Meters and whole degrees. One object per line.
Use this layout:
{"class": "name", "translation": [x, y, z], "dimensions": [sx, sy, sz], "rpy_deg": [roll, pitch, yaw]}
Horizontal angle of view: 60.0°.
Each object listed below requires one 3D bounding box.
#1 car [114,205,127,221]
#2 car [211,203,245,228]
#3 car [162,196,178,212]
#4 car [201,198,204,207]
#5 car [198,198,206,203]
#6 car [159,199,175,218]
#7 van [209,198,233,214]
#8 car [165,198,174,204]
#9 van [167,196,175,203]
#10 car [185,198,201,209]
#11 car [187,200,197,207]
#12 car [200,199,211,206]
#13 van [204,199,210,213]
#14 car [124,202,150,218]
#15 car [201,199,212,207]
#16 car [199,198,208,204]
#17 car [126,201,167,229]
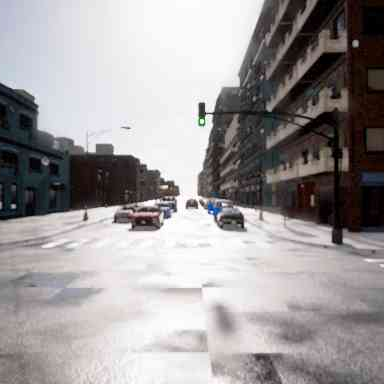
{"class": "car", "translation": [-5.680, 1.841, 29.237], "dimensions": [1.802, 1.307, 4.206], "rpy_deg": [1, 0, 0]}
{"class": "car", "translation": [2.701, 1.762, 23.693], "dimensions": [2.008, 1.369, 4.403], "rpy_deg": [1, 0, 0]}
{"class": "car", "translation": [-3.085, 1.609, 44.347], "dimensions": [2.150, 2.045, 5.566], "rpy_deg": [0, 0, 0]}
{"class": "car", "translation": [2.702, 1.974, 51.765], "dimensions": [1.752, 1.417, 4.829], "rpy_deg": [1, 0, 0]}
{"class": "car", "translation": [2.702, 2.298, 90.660], "dimensions": [2.008, 1.369, 4.403], "rpy_deg": [1, 0, 0]}
{"class": "car", "translation": [-3.087, 1.775, 33.660], "dimensions": [1.882, 1.535, 5.008], "rpy_deg": [0, 0, 0]}
{"class": "van", "translation": [2.704, 1.601, 29.274], "dimensions": [1.690, 1.788, 3.998], "rpy_deg": [1, 0, 0]}
{"class": "car", "translation": [-5.678, 2.271, 85.038], "dimensions": [1.947, 1.339, 4.313], "rpy_deg": [1, 0, 0]}
{"class": "van", "translation": [-5.674, 2.087, 90.620], "dimensions": [1.690, 1.788, 3.998], "rpy_deg": [1, 0, 0]}
{"class": "car", "translation": [0.000, 1.815, 53.565], "dimensions": [2.097, 1.767, 4.553], "rpy_deg": [0, 0, 0]}
{"class": "car", "translation": [-0.002, 2.144, 63.629], "dimensions": [1.895, 1.301, 4.718], "rpy_deg": [0, 0, 0]}
{"class": "car", "translation": [2.702, 2.145, 68.337], "dimensions": [1.947, 1.339, 4.313], "rpy_deg": [1, 0, 0]}
{"class": "van", "translation": [2.704, 1.696, 40.437], "dimensions": [1.690, 1.788, 3.998], "rpy_deg": [1, 0, 0]}
{"class": "car", "translation": [-5.679, 1.852, 34.818], "dimensions": [1.887, 1.381, 4.507], "rpy_deg": [1, 0, 0]}
{"class": "car", "translation": [2.702, 2.102, 62.757], "dimensions": [1.947, 1.339, 4.313], "rpy_deg": [1, 0, 0]}
{"class": "car", "translation": [2.702, 2.208, 79.499], "dimensions": [1.887, 1.381, 4.507], "rpy_deg": [1, 0, 0]}
{"class": "car", "translation": [-3.089, 1.689, 23.748], "dimensions": [1.882, 1.535, 5.008], "rpy_deg": [0, 0, 0]}
